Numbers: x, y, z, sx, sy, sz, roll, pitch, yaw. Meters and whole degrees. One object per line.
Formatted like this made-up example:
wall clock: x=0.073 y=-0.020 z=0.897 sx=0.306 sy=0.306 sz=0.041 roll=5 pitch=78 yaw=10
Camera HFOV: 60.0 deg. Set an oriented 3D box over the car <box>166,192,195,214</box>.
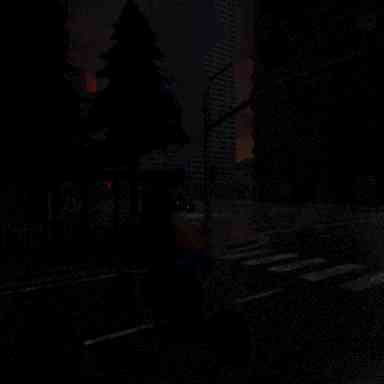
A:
car: x=-1.933 y=1.072 z=33.740 sx=2.150 sy=2.045 sz=5.566 roll=-1 pitch=1 yaw=-35
